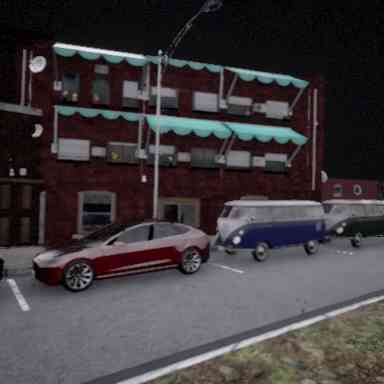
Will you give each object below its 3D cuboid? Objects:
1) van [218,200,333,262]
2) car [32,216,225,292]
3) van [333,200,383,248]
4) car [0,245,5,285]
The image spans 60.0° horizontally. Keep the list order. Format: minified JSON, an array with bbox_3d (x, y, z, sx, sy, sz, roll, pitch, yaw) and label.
[{"bbox_3d":[2.836,1.296,12.127,4.442,1.987,1.878,1,0,-32],"label":"van"},{"bbox_3d":[-1.712,1.522,9.103,4.792,1.488,2.163,0,0,-34],"label":"car"},{"bbox_3d":[7.503,1.341,15.109,4.442,1.987,1.878,1,-1,-31],"label":"van"},{"bbox_3d":[-6.218,1.460,5.961,5.008,1.535,2.097,0,0,-35],"label":"car"}]
